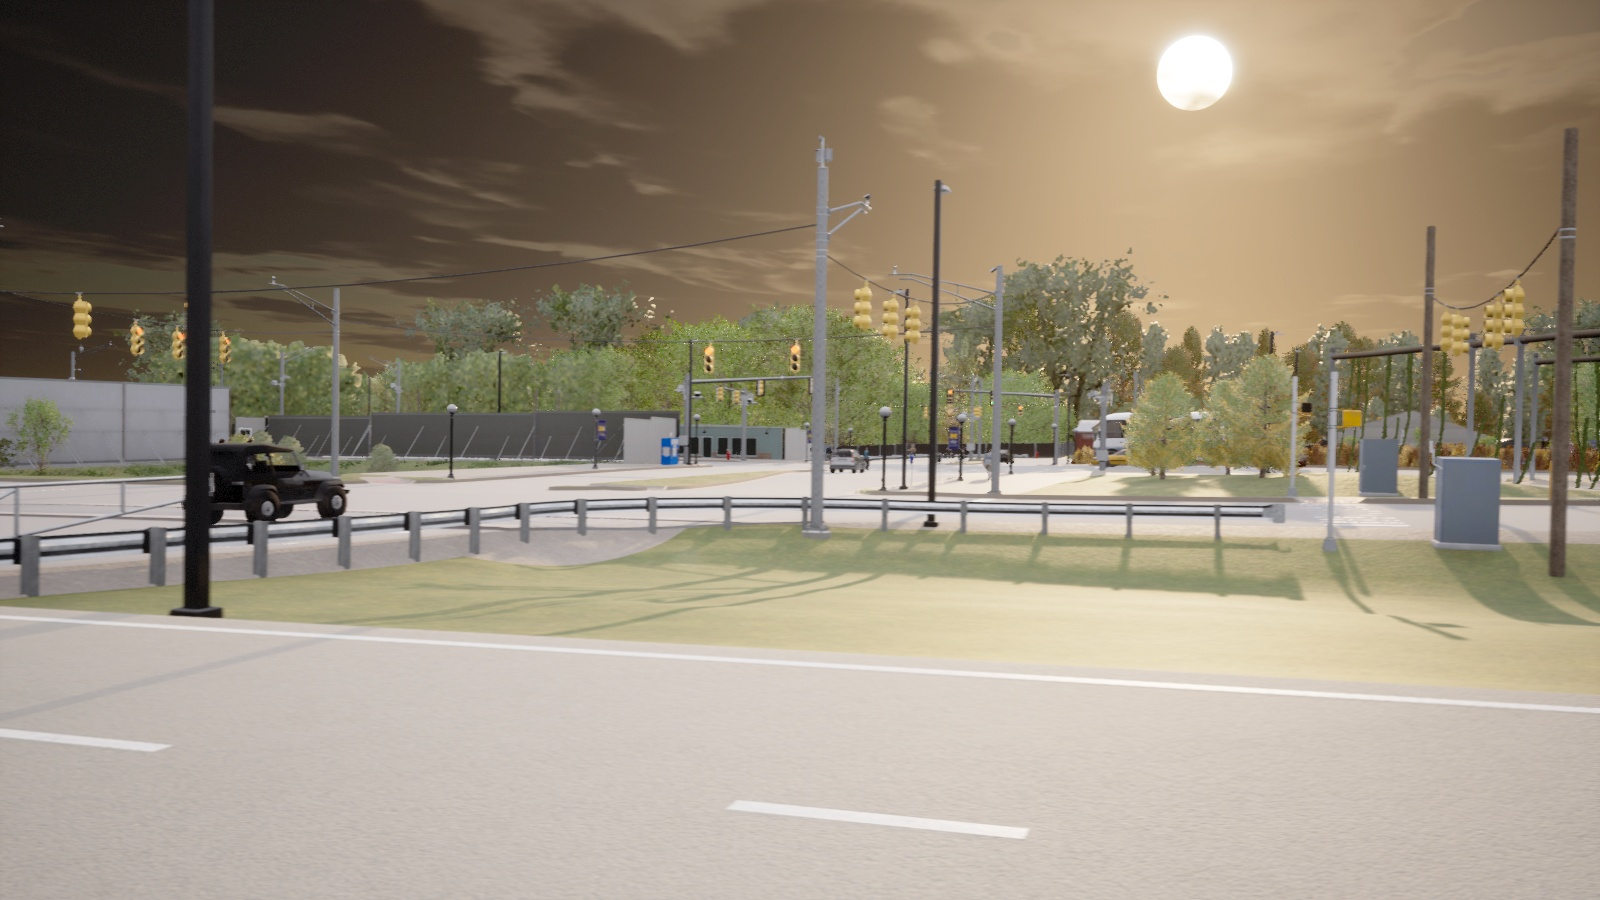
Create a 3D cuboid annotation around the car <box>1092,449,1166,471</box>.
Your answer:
[{"bbox_3d":[24.961,0.748,95.344,5.366,1.575,1.801,0,1,18],"label":"car"}]

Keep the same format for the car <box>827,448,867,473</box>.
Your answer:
[{"bbox_3d":[3.156,0.724,84.160,1.851,1.617,3.988,1,0,14],"label":"car"}]

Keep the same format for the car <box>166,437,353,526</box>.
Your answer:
[{"bbox_3d":[-12.500,0.668,29.322,1.905,1.878,3.866,1,1,19],"label":"car"}]

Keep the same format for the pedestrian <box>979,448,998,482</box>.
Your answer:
[{"bbox_3d":[10.550,0.844,70.284,0.874,1.855,0.900,2,1,18],"label":"pedestrian"}]
